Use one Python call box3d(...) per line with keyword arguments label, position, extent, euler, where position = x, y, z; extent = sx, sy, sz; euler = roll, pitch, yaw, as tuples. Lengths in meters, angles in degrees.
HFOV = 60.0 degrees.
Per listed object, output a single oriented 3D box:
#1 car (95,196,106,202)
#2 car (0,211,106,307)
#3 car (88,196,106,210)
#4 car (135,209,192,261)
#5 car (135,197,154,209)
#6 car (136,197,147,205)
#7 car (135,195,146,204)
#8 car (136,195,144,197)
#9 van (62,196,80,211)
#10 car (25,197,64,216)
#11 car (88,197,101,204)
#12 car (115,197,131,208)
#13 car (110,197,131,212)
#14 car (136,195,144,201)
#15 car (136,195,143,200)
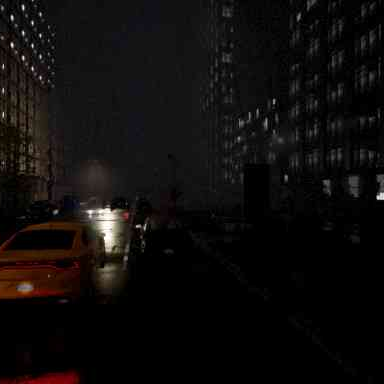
box3d(label="car", position=(-19.722, 1.488, 71.934), extent=(1.947, 1.339, 4.313), euler=(0, 0, -10))
box3d(label="car", position=(-3.227, 1.470, 8.081), extent=(1.882, 1.535, 5.008), euler=(0, 0, -10))
box3d(label="car", position=(-12.017, 1.522, 42.330), extent=(1.994, 1.385, 4.181), euler=(0, 0, -10))
box3d(label="car", position=(-1.057, 1.547, 12.134), extent=(2.008, 1.369, 4.403), euler=(0, 0, -10))
box3d(label="car", position=(-4.919, 1.545, 34.370), extent=(1.947, 1.339, 4.313), euler=(0, 0, -10))
box3d(label="car", position=(-8.655, 1.540, 56.629), extent=(1.802, 1.307, 4.206), euler=(0, 0, -10))
box3d(label="car", position=(-9.590, 1.393, 62.193), extent=(1.967, 1.590, 4.097), euler=(0, 0, -10))
box3d(label="car", position=(-7.721, 1.530, 51.064), extent=(1.947, 1.339, 4.313), euler=(0, 0, -10))
box3d(label="van", position=(-14.122, 1.296, 38.553), extent=(1.690, 1.788, 3.998), euler=(0, 0, -10))
box3d(label="car", position=(-12.253, 1.405, 27.426), extent=(1.967, 1.590, 4.097), euler=(0, 0, -10))
box3d(label="car", position=(-17.854, 1.515, 60.808), extent=(1.802, 1.307, 4.206), euler=(0, 0, -10))
box3d(label="car", position=(-10.033, 1.507, 48.634), extent=(2.033, 1.411, 5.357), euler=(0, 0, -9))
box3d(label="car", position=(-8.322, 1.321, 38.770), extent=(2.097, 1.767, 4.553), euler=(0, 0, -9))
box3d(label="car", position=(-12.391, 1.501, 78.889), extent=(1.947, 1.339, 4.313), euler=(0, 0, -10))
box3d(label="car", position=(-14.259, 1.468, 90.018), extent=(1.887, 1.381, 4.507), euler=(0, 0, -10))
